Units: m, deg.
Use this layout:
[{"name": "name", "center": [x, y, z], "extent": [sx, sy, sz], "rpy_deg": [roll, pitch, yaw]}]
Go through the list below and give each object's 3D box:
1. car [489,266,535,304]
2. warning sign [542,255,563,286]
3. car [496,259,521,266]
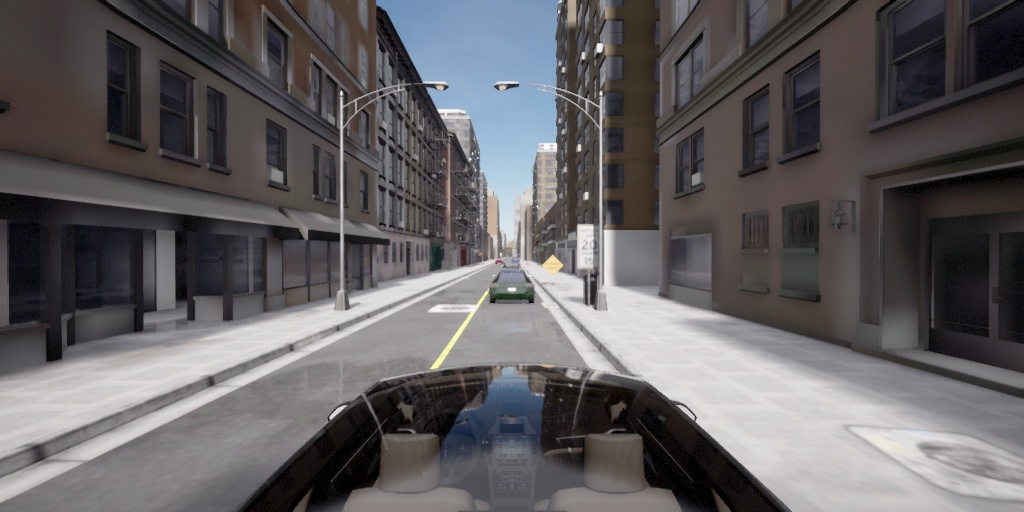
[{"name": "car", "center": [0.000, 1.319, 16.501], "extent": [1.994, 1.385, 4.181], "rpy_deg": [0, 0, 0]}, {"name": "warning sign", "center": [2.518, 0.859, 22.218], "extent": [1.300, 1.860, 1.060], "rpy_deg": [0, 0, 0]}, {"name": "car", "center": [0.000, 1.235, 31.501], "extent": [2.128, 1.511, 4.902], "rpy_deg": [0, 0, 0]}]
